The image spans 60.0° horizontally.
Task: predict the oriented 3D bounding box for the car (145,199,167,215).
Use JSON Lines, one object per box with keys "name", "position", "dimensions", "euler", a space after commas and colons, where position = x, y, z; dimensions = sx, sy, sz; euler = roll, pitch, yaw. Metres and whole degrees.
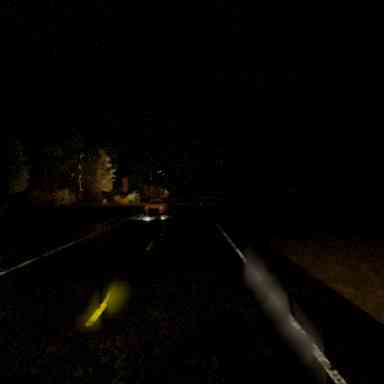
{"name": "car", "position": [-3.580, 1.480, 33.480], "dimensions": [1.882, 1.535, 5.008], "euler": [0, 0, 0]}
